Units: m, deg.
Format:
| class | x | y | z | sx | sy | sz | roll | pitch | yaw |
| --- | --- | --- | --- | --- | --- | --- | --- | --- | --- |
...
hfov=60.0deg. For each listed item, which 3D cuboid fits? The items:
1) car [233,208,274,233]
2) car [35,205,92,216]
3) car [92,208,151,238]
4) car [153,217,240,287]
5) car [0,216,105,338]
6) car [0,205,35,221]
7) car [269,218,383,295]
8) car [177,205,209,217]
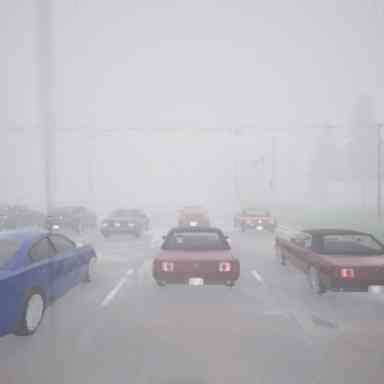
| class | x | y | z | sx | sy | sz | roll | pitch | yaw |
| --- | --- | --- | --- | --- | --- | --- | --- | --- | --- |
| car | 3.588 | 1.614 | 19.849 | 1.895 | 1.301 | 4.718 | 0 | 0 | 0 |
| car | -6.917 | 1.519 | 19.341 | 1.837 | 1.490 | 4.892 | 0 | 0 | 0 |
| car | -3.416 | 1.560 | 17.816 | 2.033 | 1.411 | 5.357 | 0 | 0 | 0 |
| car | 0.092 | 1.607 | 9.257 | 1.895 | 1.301 | 4.718 | 0 | 0 | 0 |
| car | -3.415 | 1.482 | 6.665 | 1.882 | 1.535 | 5.008 | 0 | 0 | 0 |
| car | -10.419 | 1.506 | 19.735 | 2.128 | 1.511 | 4.902 | 0 | 0 | 0 |
| car | 3.592 | 1.607 | 8.715 | 1.895 | 1.301 | 4.718 | 0 | 0 | 0 |
| car | 0.083 | 1.539 | 20.334 | 1.812 | 1.442 | 4.674 | 0 | 0 | 0 |
